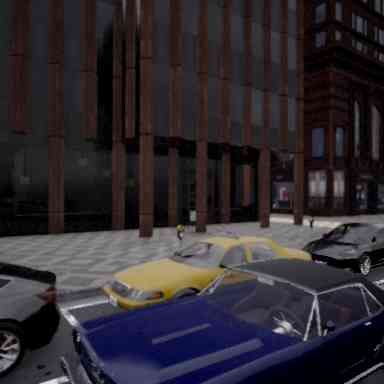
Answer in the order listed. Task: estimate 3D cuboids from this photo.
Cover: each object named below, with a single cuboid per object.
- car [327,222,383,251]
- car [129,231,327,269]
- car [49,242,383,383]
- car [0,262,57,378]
[{"bbox_3d":[5.343,1.647,10.469,4.313,1.339,1.947,1,0,-36],"label":"car"},{"bbox_3d":[0.619,1.560,7.094,4.829,1.417,1.752,1,0,-36],"label":"car"},{"bbox_3d":[0.996,1.624,4.090,4.718,1.301,1.895,1,0,-36],"label":"car"},{"bbox_3d":[-3.829,1.559,3.916,4.313,1.339,1.947,1,0,-36],"label":"car"}]
